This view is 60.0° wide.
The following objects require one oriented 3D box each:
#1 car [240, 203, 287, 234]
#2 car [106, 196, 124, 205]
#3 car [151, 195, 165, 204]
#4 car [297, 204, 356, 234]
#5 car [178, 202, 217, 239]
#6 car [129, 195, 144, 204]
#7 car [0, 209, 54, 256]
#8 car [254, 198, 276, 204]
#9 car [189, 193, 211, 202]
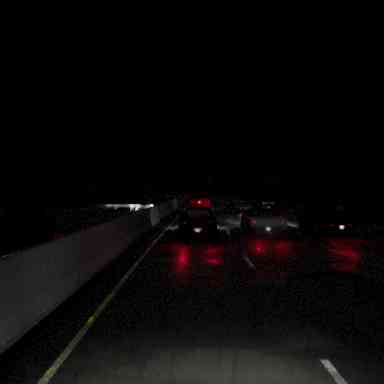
[{"bbox_3d":[3.850,1.531,18.710,1.895,1.301,4.718,0,0,1],"label":"car"},{"bbox_3d":[-12.750,1.341,55.528,2.033,1.411,5.357,0,0,2],"label":"car"},{"bbox_3d":[-5.740,1.283,56.105,2.128,1.511,4.902,0,0,2],"label":"car"},{"bbox_3d":[7.353,1.435,18.605,1.837,1.490,4.892,0,0,1],"label":"car"},{"bbox_3d":[0.294,1.463,16.811,1.812,1.442,4.674,0,0,1],"label":"car"},{"bbox_3d":[-9.241,1.283,56.063,2.128,1.511,4.902,0,0,2],"label":"car"},{"bbox_3d":[-6.986,1.457,12.744,1.837,1.490,4.892,0,0,1],"label":"car"},{"bbox_3d":[7.843,1.357,36.053,2.128,1.511,4.902,0,0,2],"label":"car"},{"bbox_3d":[0.828,1.090,35.249,2.150,2.045,5.566,0,0,2],"label":"car"}]
